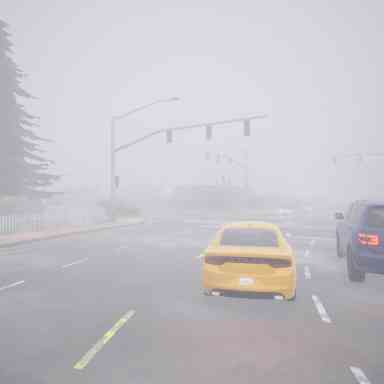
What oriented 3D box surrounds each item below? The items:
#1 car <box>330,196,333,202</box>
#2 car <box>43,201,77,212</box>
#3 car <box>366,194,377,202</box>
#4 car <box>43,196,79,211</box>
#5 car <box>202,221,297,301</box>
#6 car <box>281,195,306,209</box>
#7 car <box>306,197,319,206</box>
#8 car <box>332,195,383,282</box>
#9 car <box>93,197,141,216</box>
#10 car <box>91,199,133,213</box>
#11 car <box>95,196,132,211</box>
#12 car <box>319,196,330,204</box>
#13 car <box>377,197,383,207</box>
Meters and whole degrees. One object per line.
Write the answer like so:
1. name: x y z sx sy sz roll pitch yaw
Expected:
1. car: 29.182 1.524 70.581 1.812 1.442 4.674 0 0 32
2. car: -15.011 1.581 37.705 4.674 1.442 1.812 0 0 32
3. car: 43.008 1.355 79.695 2.097 1.767 4.553 0 0 32
4. car: -16.939 1.407 43.044 4.553 1.767 2.097 0 0 32
5. car: 1.513 1.478 8.484 1.882 1.535 5.008 0 0 12
6. car: 13.550 1.491 45.350 2.128 1.511 4.902 0 0 32
7. car: 18.698 1.526 53.694 1.812 1.442 4.674 0 0 31
8. car: 5.479 1.221 9.507 2.150 2.045 5.566 0 0 19
9. car: -7.172 1.560 32.794 4.892 1.490 1.837 0 0 34
10. car: -9.226 1.560 38.216 4.892 1.490 1.837 0 0 32
11. car: -10.245 1.407 43.214 4.553 1.767 2.097 0 0 32
12. car: 23.931 1.564 62.103 1.994 1.385 4.181 0 0 32
13. car: 30.569 1.547 52.614 2.033 1.411 5.357 0 0 32
